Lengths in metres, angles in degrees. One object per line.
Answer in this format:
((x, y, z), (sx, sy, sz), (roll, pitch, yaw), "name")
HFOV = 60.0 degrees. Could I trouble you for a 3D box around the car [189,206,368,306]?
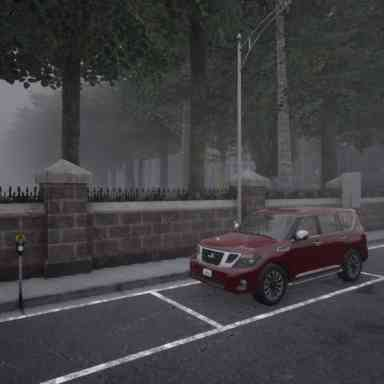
((2.357, 1.314, 8.215), (5.009, 1.841, 2.192), (0, 0, -36), "car")
